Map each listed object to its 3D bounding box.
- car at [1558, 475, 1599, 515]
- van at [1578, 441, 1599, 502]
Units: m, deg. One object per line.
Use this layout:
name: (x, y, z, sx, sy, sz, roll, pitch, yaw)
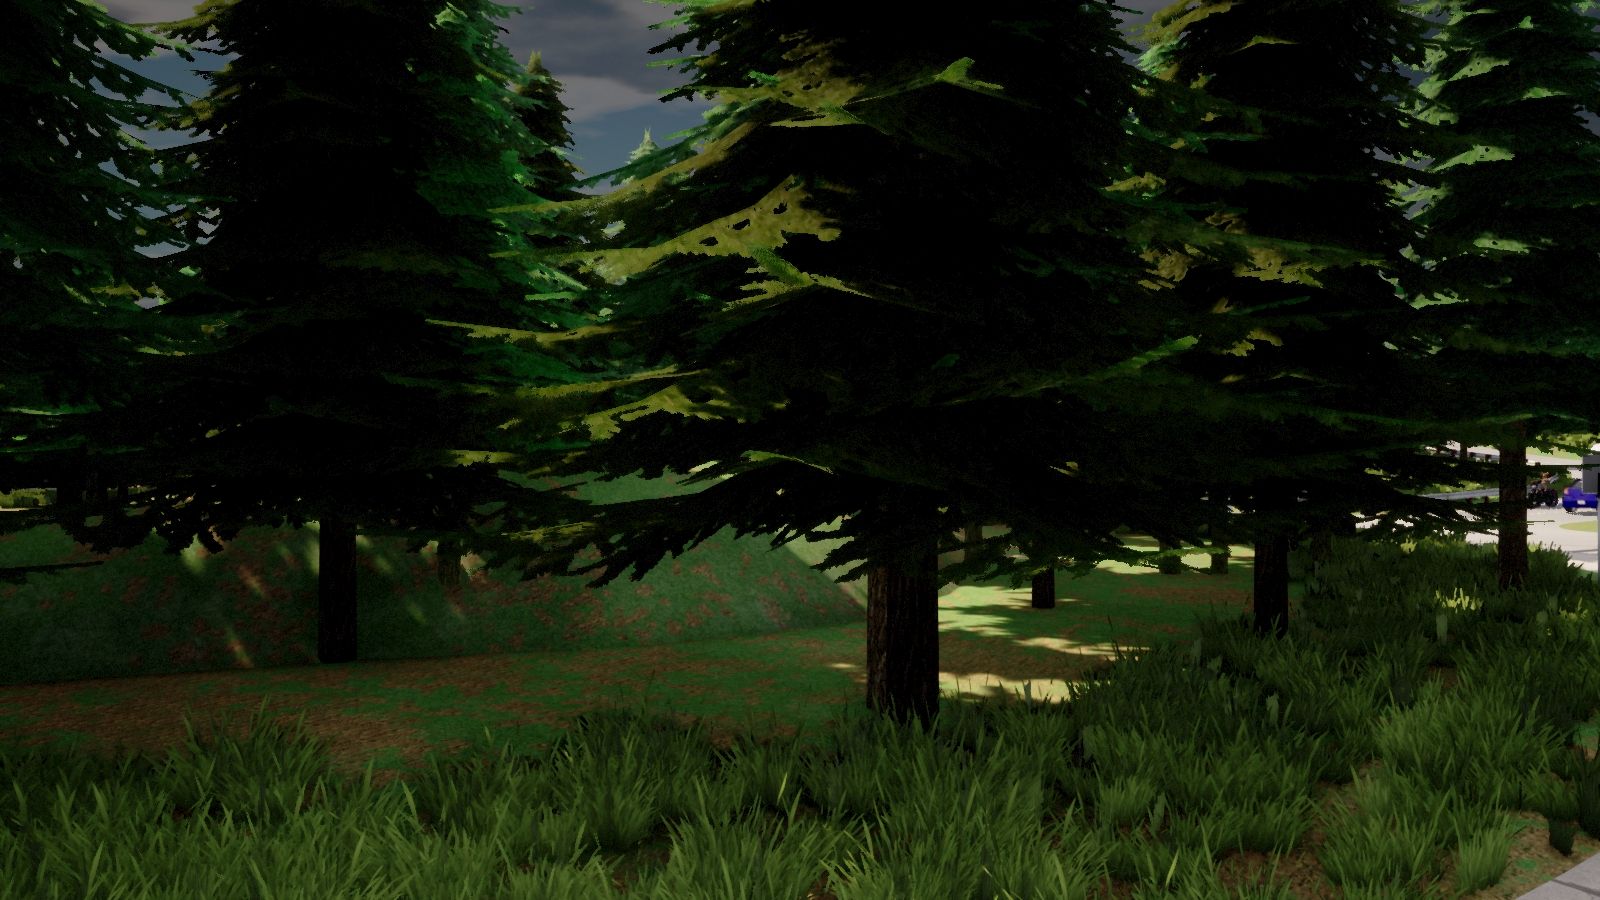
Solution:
car: (34.055, 1.857, 48.211, 3.633, 1.501, 1.845, -2, 1, -26)
van: (39.421, 0.982, 55.430, 1.988, 2.561, 5.915, 0, 3, 42)
